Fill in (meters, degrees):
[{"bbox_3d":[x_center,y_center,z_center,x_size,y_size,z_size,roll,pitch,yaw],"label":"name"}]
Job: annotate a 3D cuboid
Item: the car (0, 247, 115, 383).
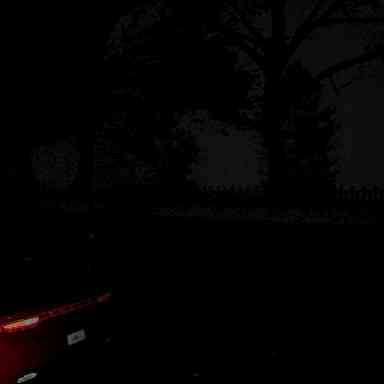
[{"bbox_3d":[-3.149,1.539,5.144,4.507,1.381,1.887,0,0,36],"label":"car"}]
